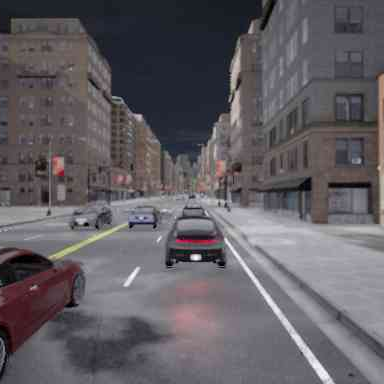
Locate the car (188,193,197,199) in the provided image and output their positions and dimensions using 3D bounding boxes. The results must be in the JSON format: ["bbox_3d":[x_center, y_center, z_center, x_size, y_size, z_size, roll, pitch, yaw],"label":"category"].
[{"bbox_3d":[0.080,1.366,90.814,2.150,2.045,5.566,0,0,0],"label":"car"}]

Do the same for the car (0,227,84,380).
[{"bbox_3d":[-3.147,1.549,5.053,1.812,1.442,4.674,0,0,0],"label":"car"}]

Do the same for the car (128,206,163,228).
[{"bbox_3d":[-3.125,1.651,22.953,2.033,1.411,5.357,0,0,0],"label":"car"}]

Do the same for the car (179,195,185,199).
[{"bbox_3d":[-3.170,1.712,91.202,1.994,1.385,4.181,0,0,0],"label":"car"}]

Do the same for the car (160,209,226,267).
[{"bbox_3d":[0.108,1.559,11.544,1.837,1.490,4.892,0,0,0],"label":"car"}]

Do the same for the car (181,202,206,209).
[{"bbox_3d":[0.121,1.615,27.921,2.128,1.511,4.902,0,0,0],"label":"car"}]

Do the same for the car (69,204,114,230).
[{"bbox_3d":[-6.579,1.592,22.161,2.128,1.511,4.902,0,0,0],"label":"car"}]
